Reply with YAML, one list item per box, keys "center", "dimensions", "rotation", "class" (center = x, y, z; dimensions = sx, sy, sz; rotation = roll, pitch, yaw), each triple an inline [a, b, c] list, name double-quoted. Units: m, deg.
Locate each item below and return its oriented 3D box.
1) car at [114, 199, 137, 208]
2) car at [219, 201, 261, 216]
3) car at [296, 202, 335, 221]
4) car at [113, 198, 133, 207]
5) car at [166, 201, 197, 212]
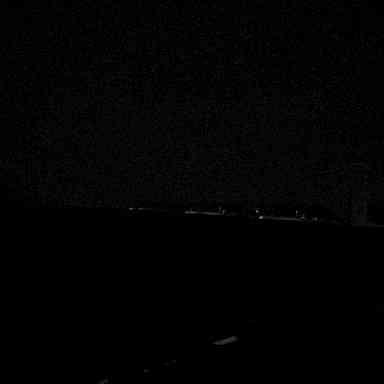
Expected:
- center: [-10.702, 1.967, 55.689]
  dimensions: [1.837, 1.490, 4.892]
  rotation: [1, -1, -36]
  class: "car"
- center: [4.845, 1.638, 34.012]
  dimensions: [2.128, 1.511, 4.902]
  rotation: [1, -1, -36]
  class: "car"
- center: [10.573, 1.564, 26.163]
  dimensions: [2.128, 1.511, 4.902]
  rotation: [1, -1, -37]
  class: "car"
- center: [-13.390, 2.032, 64.270]
  dimensions: [1.882, 1.535, 5.008]
  rotation: [1, -1, -36]
  class: "car"
- center: [-1.415, 1.844, 42.682]
  dimensions: [1.895, 1.301, 4.718]
  rotation: [1, -1, -36]
  class: "car"
